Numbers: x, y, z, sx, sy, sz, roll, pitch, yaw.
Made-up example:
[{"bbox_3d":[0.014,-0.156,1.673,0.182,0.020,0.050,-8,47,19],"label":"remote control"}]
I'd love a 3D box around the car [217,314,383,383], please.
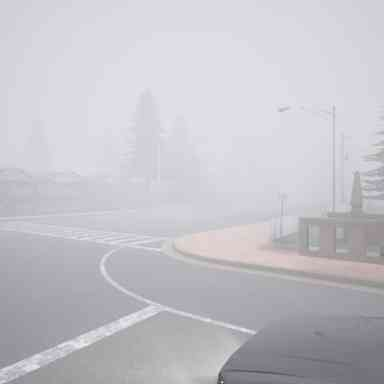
[{"bbox_3d":[2.746,1.550,2.016,5.357,1.411,2.033,0,0,36],"label":"car"}]
